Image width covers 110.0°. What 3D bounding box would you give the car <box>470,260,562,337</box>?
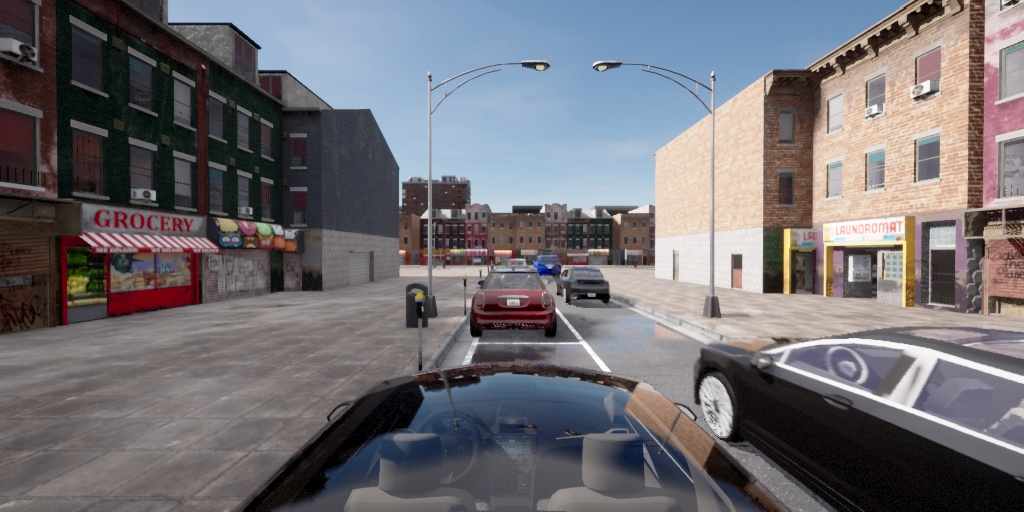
[{"bbox_3d":[0.033,1.102,10.471,2.097,1.767,4.553,0,0,0],"label":"car"}]

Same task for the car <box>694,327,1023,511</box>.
[{"bbox_3d":[3.122,1.242,2.431,2.128,1.511,4.902,0,0,0],"label":"car"}]

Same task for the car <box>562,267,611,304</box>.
[{"bbox_3d":[3.120,1.257,16.463,1.837,1.490,4.892,0,1,0],"label":"car"}]

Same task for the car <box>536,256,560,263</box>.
[{"bbox_3d":[3.021,0.980,31.177,2.150,2.045,5.566,0,0,0],"label":"car"}]
